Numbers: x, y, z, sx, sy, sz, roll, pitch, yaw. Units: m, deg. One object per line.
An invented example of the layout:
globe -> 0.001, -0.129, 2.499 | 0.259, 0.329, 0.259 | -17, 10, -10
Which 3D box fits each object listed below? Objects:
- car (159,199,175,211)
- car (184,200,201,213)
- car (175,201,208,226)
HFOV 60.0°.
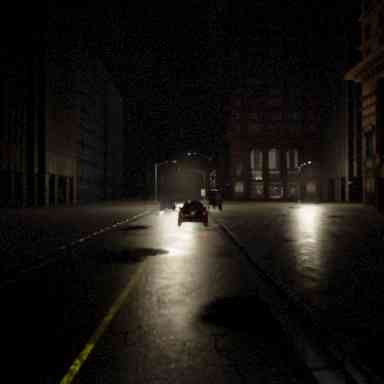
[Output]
car -> -3.137, 1.705, 43.578 | 1.812, 1.442, 4.674 | 0, 0, 0
car -> 0.032, 1.735, 40.418 | 1.994, 1.385, 4.181 | 0, 0, 0
car -> 0.057, 1.466, 24.487 | 2.097, 1.767, 4.553 | 0, 0, 0
